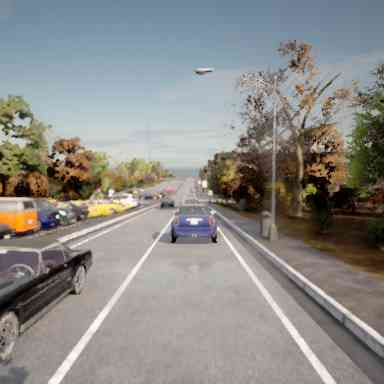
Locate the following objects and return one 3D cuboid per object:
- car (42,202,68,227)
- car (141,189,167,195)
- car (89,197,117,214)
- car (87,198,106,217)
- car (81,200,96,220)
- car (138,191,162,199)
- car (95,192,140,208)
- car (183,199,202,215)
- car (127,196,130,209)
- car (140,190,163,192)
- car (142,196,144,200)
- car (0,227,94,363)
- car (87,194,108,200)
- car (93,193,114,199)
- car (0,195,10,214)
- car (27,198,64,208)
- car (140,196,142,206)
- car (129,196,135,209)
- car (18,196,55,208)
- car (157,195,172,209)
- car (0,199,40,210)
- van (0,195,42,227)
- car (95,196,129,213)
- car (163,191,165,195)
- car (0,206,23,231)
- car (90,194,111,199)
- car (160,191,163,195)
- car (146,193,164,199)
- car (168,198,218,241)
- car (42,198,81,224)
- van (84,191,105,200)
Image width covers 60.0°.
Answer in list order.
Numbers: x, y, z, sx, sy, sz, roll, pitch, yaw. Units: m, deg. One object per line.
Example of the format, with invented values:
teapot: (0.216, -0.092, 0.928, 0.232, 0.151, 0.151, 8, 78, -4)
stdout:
car: (-10.277, 1.512, 19.663, 4.792, 1.488, 2.163, 0, 0, 0)
car: (-10.413, 0.831, 91.145, 5.566, 2.045, 2.435, 0, 0, 0)
car: (-10.044, 1.507, 30.635, 5.366, 1.575, 1.946, 0, 0, 0)
car: (-10.419, 1.493, 27.983, 5.366, 1.575, 1.946, 0, 0, 0)
car: (-10.232, 1.487, 25.215, 4.892, 1.521, 2.231, 0, 0, 0)
car: (-10.382, 1.134, 80.004, 4.792, 1.488, 2.163, 0, 0, 0)
car: (-10.235, 1.365, 44.639, 5.566, 2.045, 2.435, 0, 0, 0)
car: (0.028, 1.528, 35.719, 1.837, 1.490, 4.892, 0, 0, 0)
car: (-10.222, 1.574, 39.084, 4.892, 1.521, 2.231, 0, 0, 0)
car: (-10.429, 0.980, 85.574, 4.553, 1.767, 2.185, 0, 0, 0)
car: (-10.168, 1.689, 50.189, 4.792, 1.488, 2.163, 0, 0, 0)
car: (-3.351, 1.596, 5.959, 1.895, 1.301, 4.718, 0, 0, 0)
car: (-23.488, 1.142, 82.627, 4.674, 1.452, 2.002, 0, 0, 0)
car: (-23.500, 1.126, 88.324, 4.792, 1.488, 2.163, 0, 0, 0)
car: (-23.328, 1.299, 36.364, 5.566, 2.045, 2.435, 0, 0, 0)
car: (-23.267, 1.677, 52.858, 5.008, 1.535, 2.097, 0, 0, 0)
car: (-10.207, 1.638, 47.413, 5.008, 1.535, 2.097, 0, 0, 0)
car: (-10.396, 1.592, 41.861, 5.366, 1.575, 1.946, 0, 0, 0)
car: (-23.308, 1.531, 50.088, 4.553, 1.767, 2.185, 0, 0, 0)
car: (-3.460, 1.533, 47.399, 1.882, 1.535, 5.008, 0, 0, 0)
car: (-23.283, 1.654, 44.671, 4.674, 1.452, 2.002, 0, 0, 0)
van: (-10.369, 1.259, 16.886, 4.442, 1.987, 1.878, 0, 0, 0)
car: (-10.035, 1.549, 36.308, 5.366, 1.575, 1.946, 0, 0, 0)
car: (-10.386, 1.099, 88.353, 5.008, 1.535, 2.097, 0, 0, 0)
car: (-10.228, 1.518, 14.110, 4.792, 1.488, 2.163, 0, 0, 0)
car: (-23.481, 1.143, 85.412, 4.674, 1.452, 2.002, 0, 0, 0)
car: (-10.434, 1.135, 82.788, 4.792, 1.488, 2.163, 0, 0, 0)
car: (-10.371, 1.058, 93.936, 4.892, 1.521, 2.231, 0, 1, 0)
car: (0.086, 1.349, 16.636, 2.097, 1.767, 4.553, 0, 0, 0)
car: (-10.274, 1.357, 22.436, 4.553, 1.767, 2.185, 0, 0, 0)
van: (-23.365, 0.878, 79.953, 4.442, 1.987, 1.878, 1, 0, 0)
